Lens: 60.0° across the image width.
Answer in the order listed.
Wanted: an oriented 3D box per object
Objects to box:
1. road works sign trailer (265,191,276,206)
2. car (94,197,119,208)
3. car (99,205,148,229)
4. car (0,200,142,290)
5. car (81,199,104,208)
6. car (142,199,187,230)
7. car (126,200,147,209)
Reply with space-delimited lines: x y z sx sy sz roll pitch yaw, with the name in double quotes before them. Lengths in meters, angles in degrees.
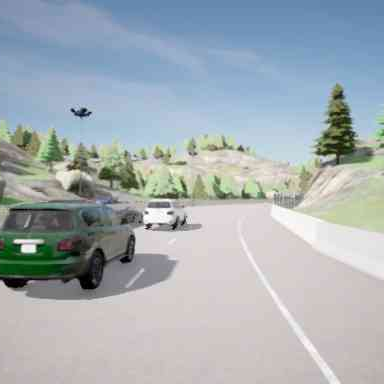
"road works sign trailer" 19.274 1.541 80.986 2.380 3.560 2.880 0 -1 28
"car" -16.997 2.086 66.379 2.150 2.045 5.566 0 -1 18
"car" -5.112 1.826 25.594 2.128 1.511 4.902 0 -1 9
"car" -3.222 1.342 9.597 2.150 2.045 5.566 0 -1 4
"car" -20.209 2.233 67.797 2.097 1.767 4.553 0 -1 18
"car" -1.813 1.540 24.073 2.150 2.045 5.566 0 0 8
"car" -10.505 2.308 63.704 1.882 1.535 5.008 0 -1 19
